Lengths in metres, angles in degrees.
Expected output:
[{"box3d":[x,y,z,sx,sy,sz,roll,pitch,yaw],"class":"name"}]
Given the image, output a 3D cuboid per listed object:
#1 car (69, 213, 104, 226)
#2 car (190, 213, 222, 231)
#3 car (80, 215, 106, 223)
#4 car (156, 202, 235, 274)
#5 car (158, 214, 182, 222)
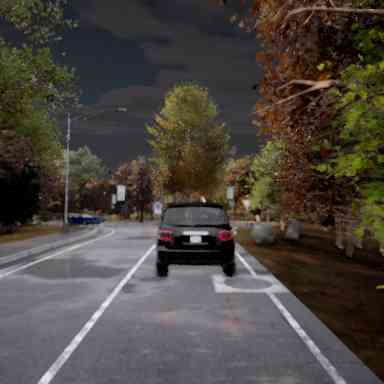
[{"box3d":[-13.025,3.333,40.205,5.008,1.535,1.882,-4,-6,43],"class":"car"},{"box3d":[1.366,2.561,29.093,2.033,1.411,5.357,-1,-4,11],"class":"car"},{"box3d":[-17.959,4.905,60.345,1.812,1.442,4.674,-2,-5,27],"class":"car"},{"box3d":[0.107,1.335,10.989,2.150,2.045,5.566,0,-1,0],"class":"car"},{"box3d":[-4.697,5.515,69.836,4.902,1.511,2.128,1,-5,-9],"class":"car"}]
